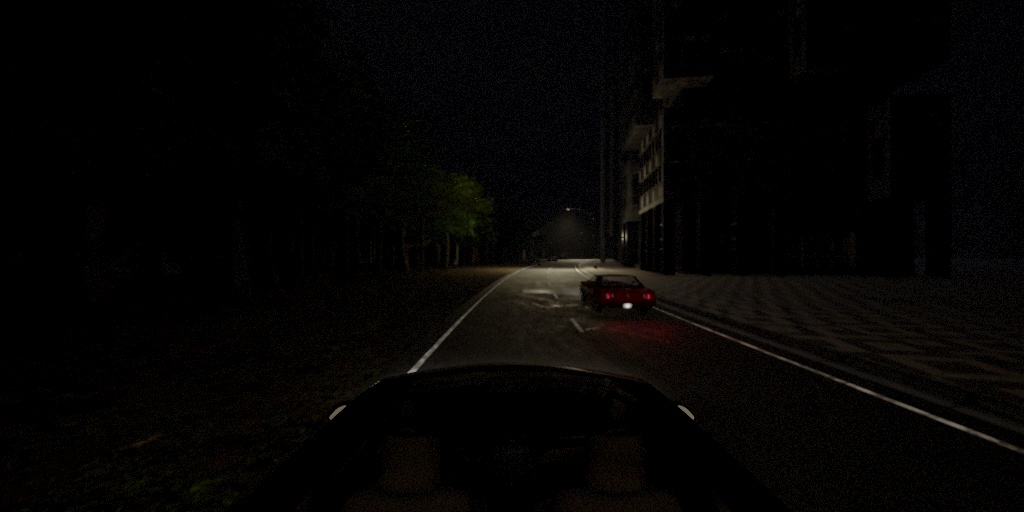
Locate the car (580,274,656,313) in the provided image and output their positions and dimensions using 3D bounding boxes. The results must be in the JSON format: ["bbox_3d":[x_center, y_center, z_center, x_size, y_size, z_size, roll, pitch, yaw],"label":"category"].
[{"bbox_3d":[3.881,1.347,14.000,1.895,1.301,4.718,0,0,2],"label":"car"}]

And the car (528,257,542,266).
[{"bbox_3d":[3.821,0.903,59.367,1.837,1.490,4.892,0,1,10],"label":"car"}]
